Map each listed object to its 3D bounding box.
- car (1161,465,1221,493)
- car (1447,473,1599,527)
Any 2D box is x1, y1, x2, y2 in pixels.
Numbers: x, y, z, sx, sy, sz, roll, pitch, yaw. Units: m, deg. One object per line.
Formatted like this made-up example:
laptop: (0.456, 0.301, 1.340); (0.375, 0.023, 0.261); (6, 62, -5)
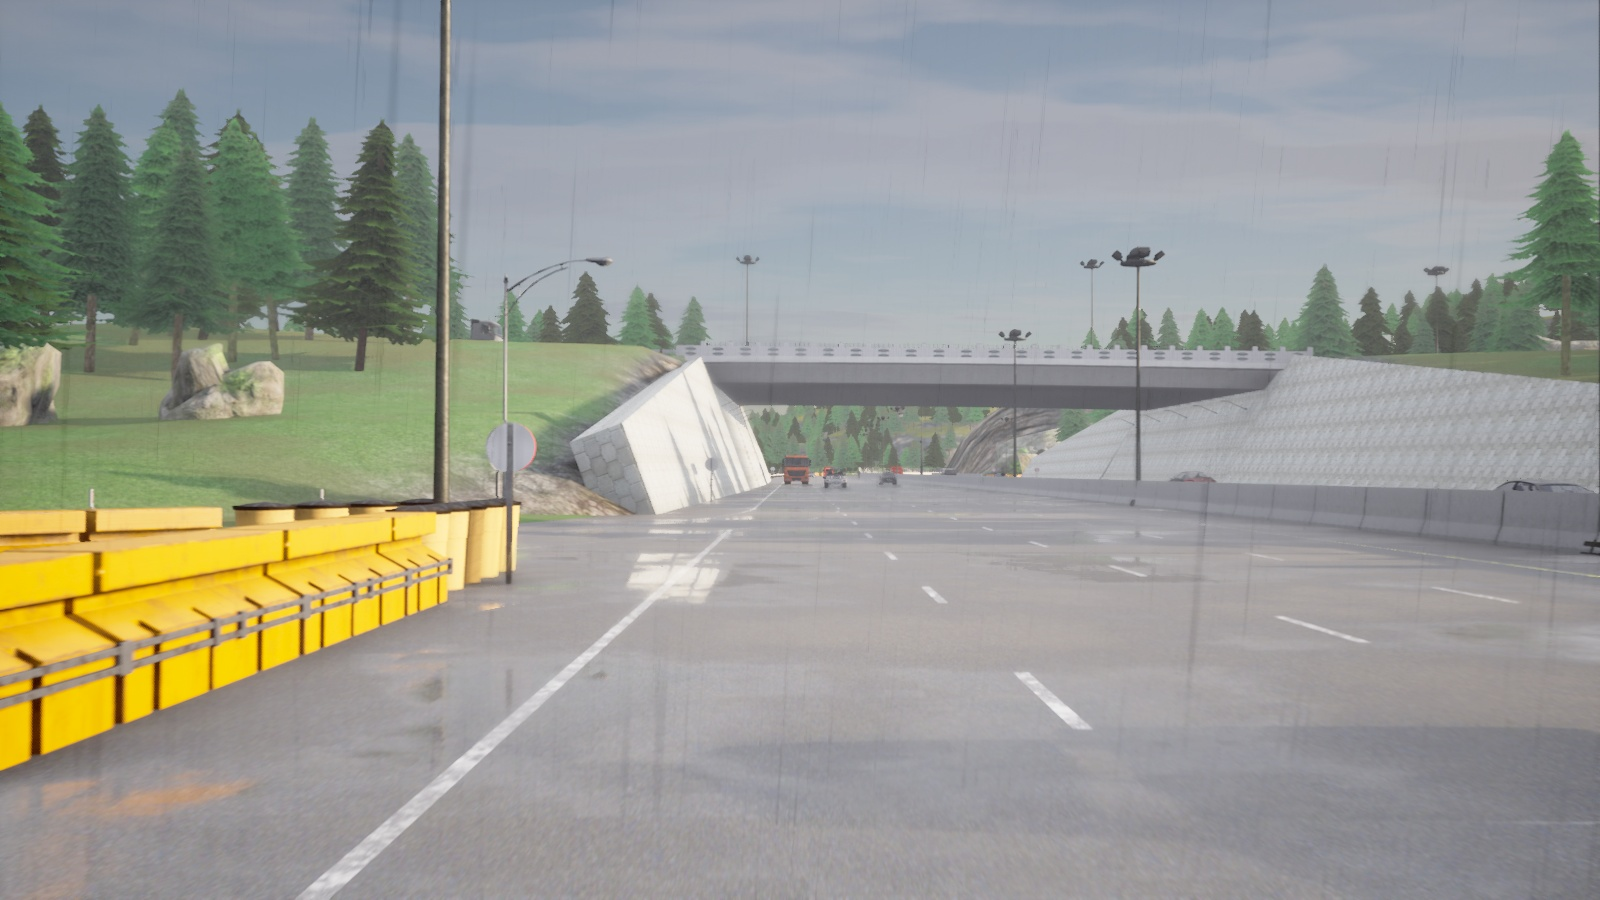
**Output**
car: (24.310, 1.807, 78.336); (2.152, 1.651, 5.027); (0, -1, 0)
car: (20.913, 1.379, 35.883); (2.033, 1.411, 5.357); (0, -1, 0)
